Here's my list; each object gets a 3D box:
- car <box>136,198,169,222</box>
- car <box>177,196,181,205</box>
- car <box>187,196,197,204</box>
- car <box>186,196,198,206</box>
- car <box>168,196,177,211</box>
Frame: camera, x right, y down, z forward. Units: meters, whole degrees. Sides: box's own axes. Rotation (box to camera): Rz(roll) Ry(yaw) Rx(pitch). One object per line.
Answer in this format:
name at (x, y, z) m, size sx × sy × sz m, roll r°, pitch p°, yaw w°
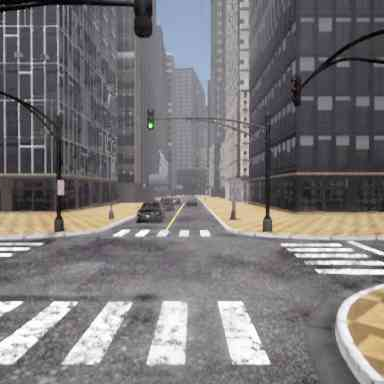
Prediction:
car at (-3.093, 1.476, 25.834) m, size 1.837 × 1.490 × 4.892 m, roll 0°, pitch 0°, yaw 0°
car at (-3.011, 1.453, 58.693) m, size 2.128 × 1.511 × 4.902 m, roll 0°, pitch 0°, yaw 0°
car at (0.001, 1.488, 65.857) m, size 1.812 × 1.442 × 4.674 m, roll 0°, pitch 0°, yaw 0°
car at (0.001, 1.508, 55.439) m, size 2.033 × 1.411 × 5.357 m, roll 0°, pitch 0°, yaw 0°
car at (-3.091, 1.468, 39.936) m, size 1.837 × 1.490 × 4.892 m, roll 0°, pitch 1°, yaw 0°
